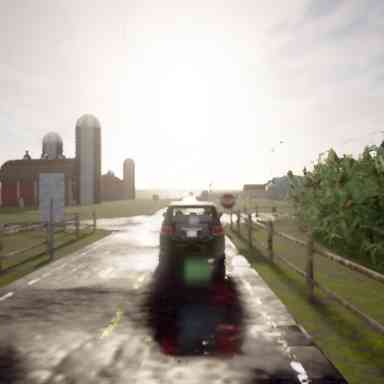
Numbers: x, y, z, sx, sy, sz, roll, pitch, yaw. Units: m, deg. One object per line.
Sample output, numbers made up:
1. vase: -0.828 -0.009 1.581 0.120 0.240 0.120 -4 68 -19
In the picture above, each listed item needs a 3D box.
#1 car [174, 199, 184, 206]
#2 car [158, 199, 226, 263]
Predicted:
1. car: -2.740 2.213 71.787 2.128 1.511 4.902 0 -1 0
2. car: 0.013 1.344 12.580 2.150 2.045 5.566 0 0 0
